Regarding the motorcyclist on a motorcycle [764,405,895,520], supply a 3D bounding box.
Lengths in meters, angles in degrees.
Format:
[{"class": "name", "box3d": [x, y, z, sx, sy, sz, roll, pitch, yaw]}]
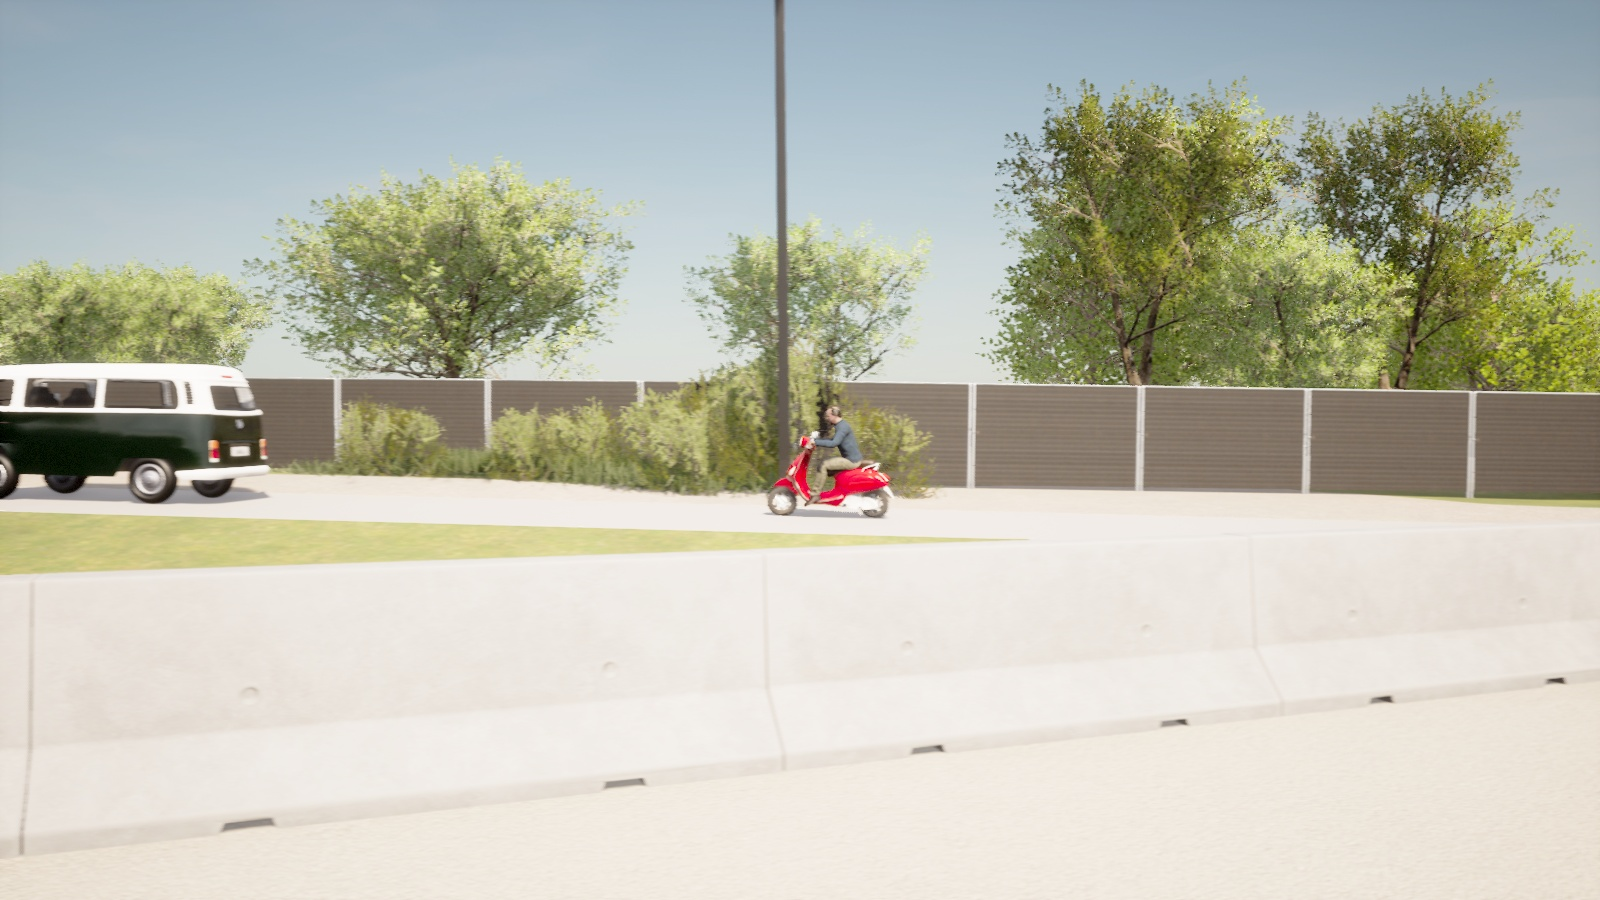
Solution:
[{"class": "motorcyclist on a motorcycle", "box3d": [0.436, 0.165, 17.928, 1.817, 1.590, 0.866, 0, 1, 4]}]

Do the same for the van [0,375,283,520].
[{"class": "van", "box3d": [-10.469, -0.065, 18.925, 4.480, 2.038, 2.069, 0, 2, 6]}]
